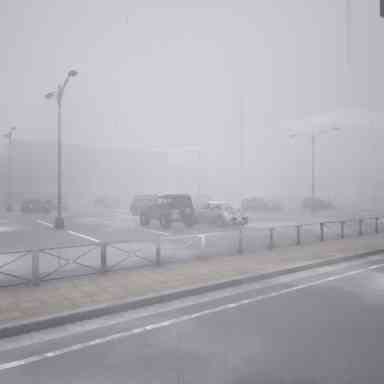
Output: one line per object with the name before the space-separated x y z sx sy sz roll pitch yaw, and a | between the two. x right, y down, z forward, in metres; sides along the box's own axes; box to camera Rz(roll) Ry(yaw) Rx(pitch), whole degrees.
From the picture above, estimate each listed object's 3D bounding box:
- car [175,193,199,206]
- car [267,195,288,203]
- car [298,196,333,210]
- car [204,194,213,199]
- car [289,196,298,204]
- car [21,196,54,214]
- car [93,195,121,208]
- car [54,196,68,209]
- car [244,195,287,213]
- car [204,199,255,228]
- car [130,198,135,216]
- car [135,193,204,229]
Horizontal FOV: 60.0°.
car | -0.797 1.077 50.954 1.905 1.878 3.866 0 0 -36
car | 16.385 1.374 63.863 1.845 1.501 3.633 0 0 -36
car | 15.170 1.320 40.162 1.845 1.501 3.633 0 0 -36
car | 1.305 1.097 53.002 1.932 1.855 4.605 0 0 -36
car | 18.361 1.384 56.114 1.970 1.475 3.806 0 0 -36
car | -14.907 1.298 31.499 2.007 1.523 4.514 0 0 -36
car | -11.124 1.154 43.401 2.152 1.636 5.027 0 0 -36
car | -16.113 1.232 39.351 1.970 1.475 3.806 0 0 -36
car | 7.080 1.298 34.296 2.007 1.523 4.514 0 0 -36
car | 1.642 1.361 20.695 1.970 1.475 3.806 0 0 -36
car | -3.395 1.097 27.517 1.932 1.855 4.605 0 0 -36
car | -1.402 1.077 19.226 1.905 1.878 3.866 0 0 -36
